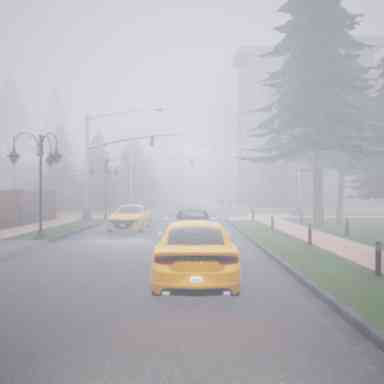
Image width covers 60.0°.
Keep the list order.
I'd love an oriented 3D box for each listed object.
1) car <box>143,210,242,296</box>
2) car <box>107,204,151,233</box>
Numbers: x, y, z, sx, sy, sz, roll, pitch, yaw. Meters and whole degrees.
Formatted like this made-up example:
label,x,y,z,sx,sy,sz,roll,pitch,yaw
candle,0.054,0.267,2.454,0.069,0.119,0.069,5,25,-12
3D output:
label,x,y,z,sx,sy,sz,roll,pitch,yaw
car,0.078,1.474,8.671,1.882,1.535,5.008,0,0,0
car,-3.587,1.469,19.697,1.882,1.535,5.008,0,0,0
